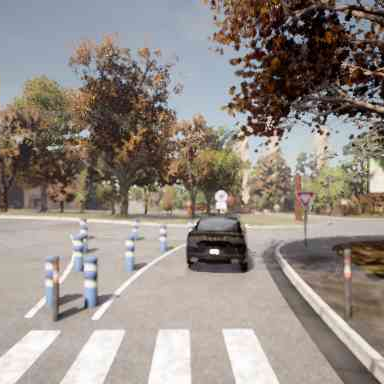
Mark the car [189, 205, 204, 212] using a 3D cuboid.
[{"bbox_3d":[1.481,4.013,81.559,1.882,1.535,5.008,0,-5,-16],"label":"car"}]

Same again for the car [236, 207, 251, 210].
[{"bbox_3d":[10.282,3.807,69.583,4.181,1.385,1.994,0,-1,32],"label":"car"}]

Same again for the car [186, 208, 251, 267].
[{"bbox_3d":[1.025,1.564,11.810,1.882,1.535,5.008,1,-1,9],"label":"car"}]
